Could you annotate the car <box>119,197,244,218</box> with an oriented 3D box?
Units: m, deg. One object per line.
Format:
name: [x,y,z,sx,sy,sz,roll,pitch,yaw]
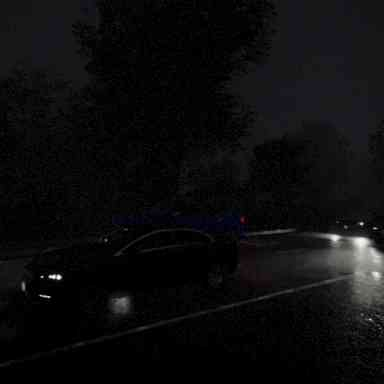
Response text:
car: [-0.496,1.222,12.220,5.566,2.045,2.150,1,0,-36]

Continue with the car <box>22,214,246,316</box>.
car: [-1.077,1.475,7.518,4.902,1.511,2.128,0,0,-35]

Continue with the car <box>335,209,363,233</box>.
car: [10.548,1.745,20.026,4.674,1.442,1.812,1,-1,-35]

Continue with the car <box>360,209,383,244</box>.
car: [10.348,1.679,15.603,4.902,1.511,2.128,1,0,-35]
